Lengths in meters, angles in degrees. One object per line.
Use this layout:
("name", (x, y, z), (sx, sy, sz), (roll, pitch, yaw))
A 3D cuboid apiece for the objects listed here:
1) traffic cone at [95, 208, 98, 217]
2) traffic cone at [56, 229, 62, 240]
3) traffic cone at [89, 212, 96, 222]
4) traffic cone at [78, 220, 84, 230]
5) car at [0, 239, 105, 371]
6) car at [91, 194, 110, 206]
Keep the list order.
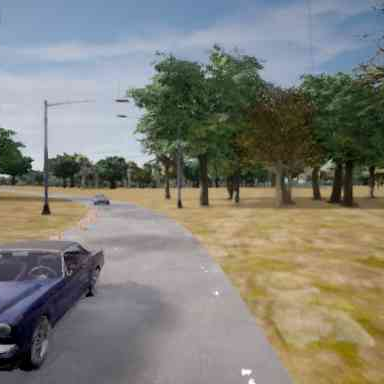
("traffic cone", (-8.465, 1.885, 29.117), (0.340, 0.580, 0.340), (0, 0, -13))
("traffic cone", (-5.872, 1.940, 14.663), (0.340, 0.580, 0.340), (0, 0, -7))
("traffic cone", (-7.419, 1.915, 24.333), (0.340, 0.580, 0.340), (0, 0, -11))
("traffic cone", (-6.554, 1.932, 19.513), (0.340, 0.580, 0.340), (0, 0, -9))
("car", (-2.905, 1.595, 5.750), (1.895, 1.301, 4.718), (0, 0, -3))
("car", (-13.328, 1.042, 48.222), (2.097, 1.767, 4.553), (0, 1, -22))
